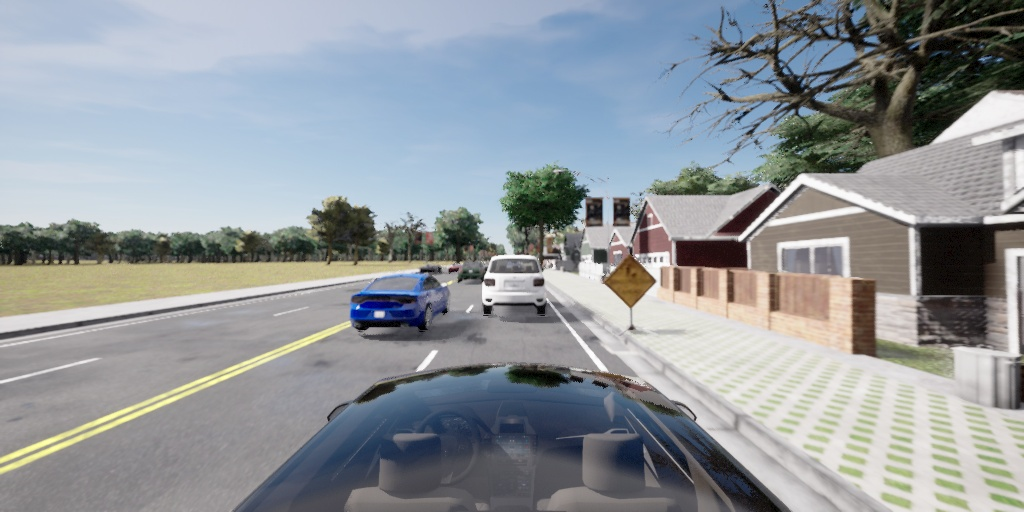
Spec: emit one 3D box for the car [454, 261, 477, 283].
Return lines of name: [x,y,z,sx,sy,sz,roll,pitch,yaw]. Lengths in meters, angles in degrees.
car: [-3.156,1.213,29.735,2.097,1.767,4.553,0,0,0]

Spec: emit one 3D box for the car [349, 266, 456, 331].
car: [-3.178,1.257,11.133,1.882,1.535,5.008,0,0,0]

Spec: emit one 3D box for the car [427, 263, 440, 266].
car: [-9.824,1.530,43.837,1.895,1.301,4.718,0,0,0]

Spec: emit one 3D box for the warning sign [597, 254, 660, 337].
warning sign: [2.852,0.886,8.577,1.300,1.860,1.060,0,0,0]

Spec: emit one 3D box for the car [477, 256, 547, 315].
car: [0.090,1.012,13.878,2.150,2.045,5.566,0,0,0]
